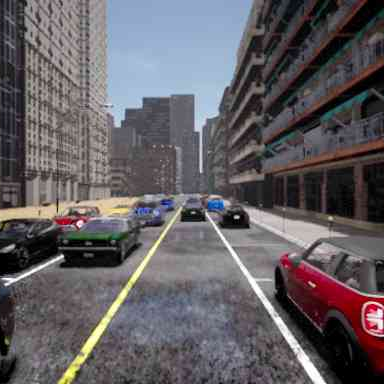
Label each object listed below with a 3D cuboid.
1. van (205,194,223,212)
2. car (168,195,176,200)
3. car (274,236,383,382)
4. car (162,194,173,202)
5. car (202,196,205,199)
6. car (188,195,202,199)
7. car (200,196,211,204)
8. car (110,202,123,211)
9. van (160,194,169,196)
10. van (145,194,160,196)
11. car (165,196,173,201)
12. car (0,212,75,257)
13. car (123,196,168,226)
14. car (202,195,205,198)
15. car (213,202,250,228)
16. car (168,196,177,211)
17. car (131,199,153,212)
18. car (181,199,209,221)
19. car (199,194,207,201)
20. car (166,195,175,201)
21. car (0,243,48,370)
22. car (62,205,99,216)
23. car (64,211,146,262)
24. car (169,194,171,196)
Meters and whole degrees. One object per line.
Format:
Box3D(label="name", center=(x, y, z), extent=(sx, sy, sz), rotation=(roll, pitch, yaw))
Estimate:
Box3D(label="van", center=(2.692, 1.320, 38.638), extent=(1.690, 1.788, 3.998), rotation=(0, 0, 0))
Box3D(label="car", center=(-5.678, 1.545, 93.917), extent=(2.008, 1.369, 4.403), rotation=(0, 0, 0))
Box3D(label="car", center=(2.685, 1.435, 5.473), extent=(1.967, 1.590, 4.097), rotation=(0, 0, 0))
Box3D(label="car", center=(-5.682, 1.298, 77.334), extent=(2.192, 1.841, 5.009), rotation=(0, 0, 0))
Box3D(label="car", center=(2.694, 1.522, 44.167), extent=(1.887, 1.381, 4.507), rotation=(0, 0, 0))
Box3D(label="car", center=(0.091, 1.484, 45.349), extent=(1.837, 1.490, 4.892), rotation=(0, 1, 0))
Box3D(label="car", center=(2.698, 1.545, 66.277), extent=(1.947, 1.339, 4.313), rotation=(0, 0, 0))
Box3D(label="car", center=(-5.690, 1.507, 27.415), extent=(1.752, 1.417, 4.829), rotation=(0, 0, 0))
Box3D(label="van", center=(-5.685, 1.319, 60.751), extent=(1.690, 1.788, 3.998), rotation=(0, 0, 0))
Box3D(label="van", center=(-5.688, 1.318, 44.169), extent=(1.690, 1.788, 3.998), rotation=(0, 0, 0))
Box3D(label="car", center=(-5.679, 1.569, 82.862), extent=(1.802, 1.307, 4.206), rotation=(0, 0, 0))
Box3D(label="car", center=(-5.693, 1.556, 11.003), extent=(1.947, 1.339, 4.313), rotation=(0, 0, 0))
Box3D(label="car", center=(-3.047, 1.339, 23.013), extent=(2.097, 1.767, 4.553), rotation=(0, 0, 1))
Box3D(label="car", center=(2.695, 1.528, 49.694), extent=(2.008, 1.369, 4.403), rotation=(0, 0, 0))
Box3D(label="car", center=(2.689, 1.550, 22.056), extent=(1.947, 1.339, 4.313), rotation=(0, 0, 0))
Box3D(label="car", center=(-3.006, 1.504, 39.852), extent=(1.812, 1.442, 4.674), rotation=(0, 0, 0))
Box3D(label="car", center=(-5.688, 1.523, 38.641), extent=(1.887, 1.381, 4.507), rotation=(0, 0, 0))
Box3D(label="car", center=(0.105, 1.547, 27.121), extent=(1.994, 1.385, 4.181), rotation=(0, 0, 0))
Box3D(label="car", center=(2.700, 1.427, 82.860), extent=(1.967, 1.590, 4.097), rotation=(0, 0, 0))
Box3D(label="car", center=(-5.679, 1.535, 88.389), extent=(1.887, 1.381, 4.507), rotation=(0, 0, 0))
Box3D(label="car", center=(-3.087, 1.490, 2.117), extent=(2.128, 1.511, 4.902), rotation=(0, 0, 0))
Box3D(label="car", center=(-5.693, 1.427, 16.531), extent=(1.967, 1.590, 4.097), rotation=(0, 0, 0))
Box3D(label="car", center=(-3.083, 1.590, 12.159), extent=(1.895, 1.301, 4.718), rotation=(0, 0, 0))
Box3D(label="car", center=(-5.682, 1.561, 66.279), extent=(1.802, 1.307, 4.206), rotation=(0, 0, 0))
